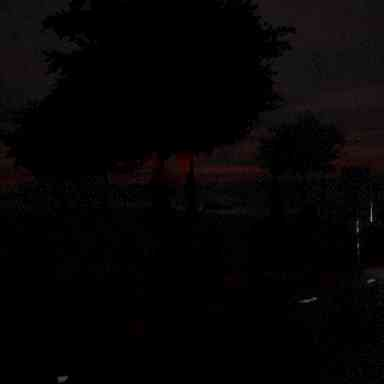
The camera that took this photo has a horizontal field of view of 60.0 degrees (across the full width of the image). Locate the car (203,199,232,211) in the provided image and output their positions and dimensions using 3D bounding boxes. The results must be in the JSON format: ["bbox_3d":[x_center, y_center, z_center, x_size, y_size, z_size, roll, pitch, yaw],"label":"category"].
[{"bbox_3d":[3.473,1.785,45.754,1.882,1.535,5.008,-3,1,-31],"label":"car"}]

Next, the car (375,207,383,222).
[{"bbox_3d":[16.415,1.624,25.196,1.812,1.442,4.674,-3,1,-34],"label":"car"}]

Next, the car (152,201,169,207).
[{"bbox_3d":[-6.039,2.174,62.576,1.837,1.490,4.892,-3,0,-29],"label":"car"}]
